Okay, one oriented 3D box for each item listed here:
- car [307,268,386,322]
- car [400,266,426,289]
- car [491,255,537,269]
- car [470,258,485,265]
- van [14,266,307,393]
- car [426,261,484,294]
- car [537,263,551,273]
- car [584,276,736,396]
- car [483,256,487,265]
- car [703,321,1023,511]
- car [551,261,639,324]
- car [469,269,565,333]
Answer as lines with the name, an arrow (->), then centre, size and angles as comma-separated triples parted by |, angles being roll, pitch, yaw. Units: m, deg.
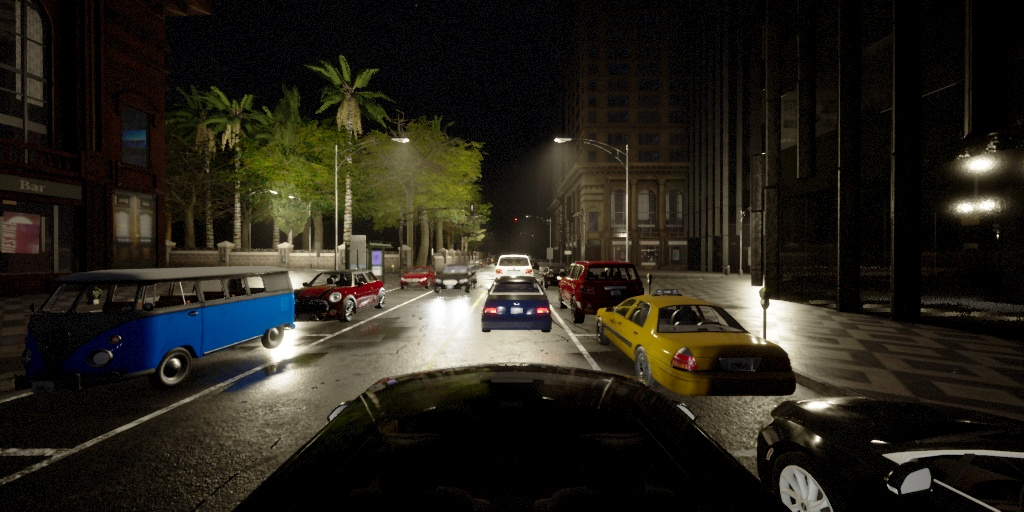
car -> -5.761, 1.187, 11.925 | 1.967, 1.591, 4.097 | 0, 0, 0
car -> -5.759, 1.324, 22.778 | 1.802, 1.307, 4.207 | 0, 0, 0
car -> 0.105, 0.965, 21.299 | 2.150, 2.045, 5.566 | 0, 0, 0
car -> -5.752, 1.269, 54.637 | 2.007, 1.370, 4.403 | 0, 0, 0
van -> -5.762, 1.090, 6.499 | 1.690, 1.789, 3.998 | 0, 0, 0
car -> -3.030, 1.236, 20.056 | 2.128, 1.511, 4.902 | 0, 0, 0
car -> 2.767, 1.308, 22.758 | 1.948, 1.339, 4.313 | 0, 0, 0
car -> 2.763, 1.274, 6.652 | 1.751, 1.417, 4.829 | 0, 0, 0
car -> -5.750, 1.153, 60.057 | 1.967, 1.591, 4.097 | 0, 0, 0
car -> 2.762, 1.300, 1.057 | 2.007, 1.370, 4.403 | 0, 0, 0
car -> 2.764, 1.062, 11.908 | 2.192, 1.841, 5.009 | 0, 0, 0
car -> 0.105, 1.295, 10.728 | 2.033, 1.411, 5.357 | 0, 0, 0
